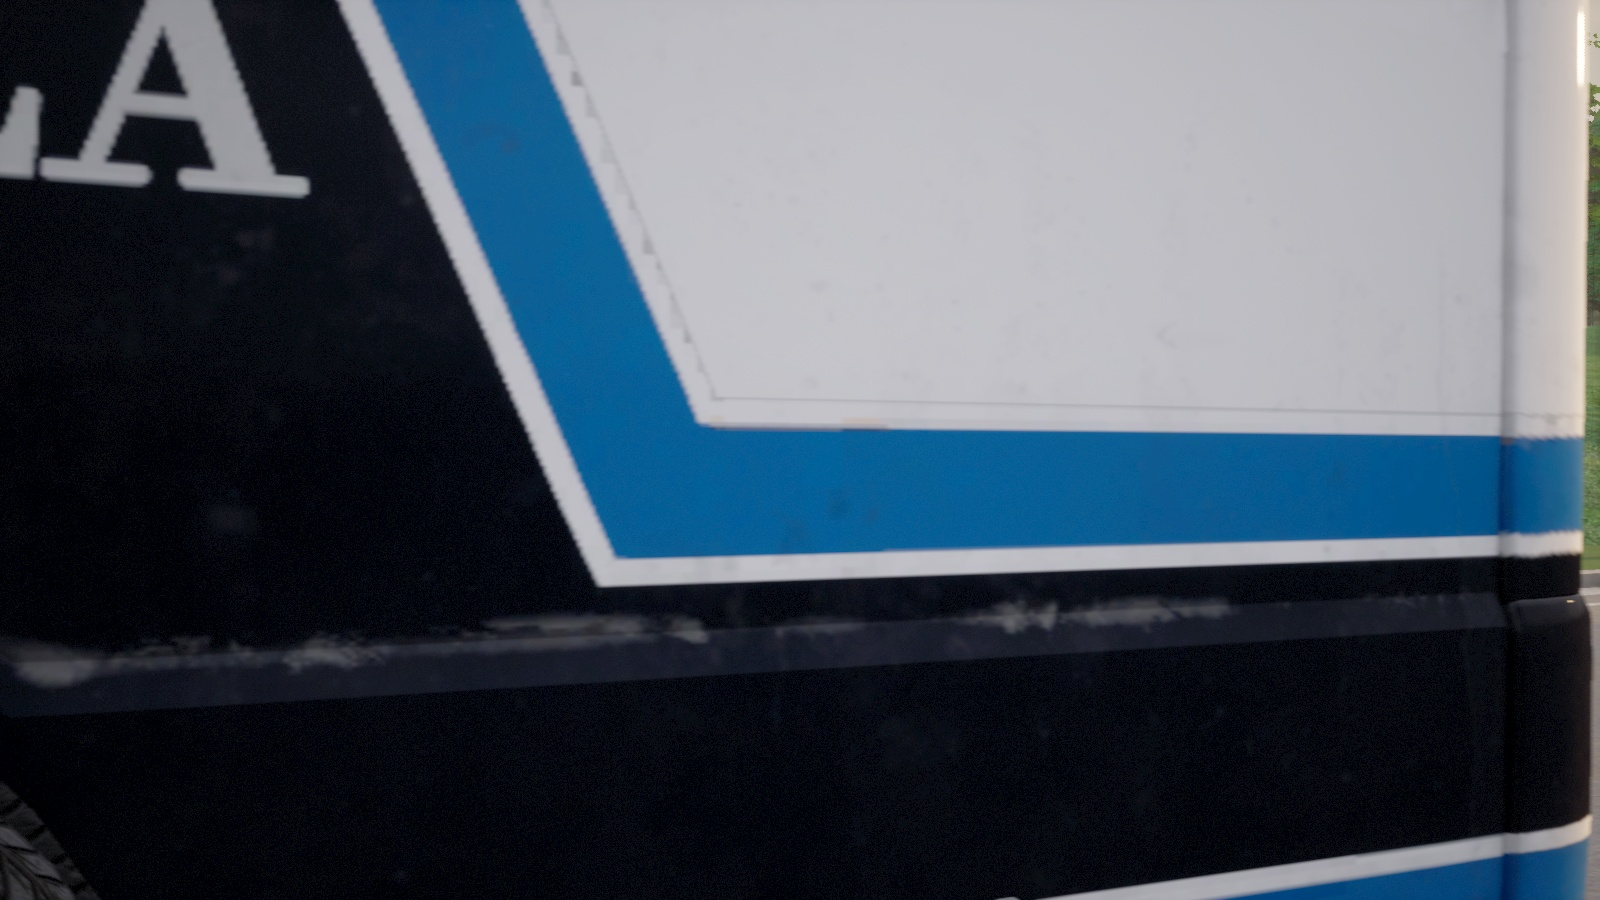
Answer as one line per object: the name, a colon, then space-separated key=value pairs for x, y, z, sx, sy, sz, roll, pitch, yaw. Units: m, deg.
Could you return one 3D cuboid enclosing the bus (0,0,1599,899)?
bus: x=-4.311 y=-0.558 z=1.586 sx=10.273 sy=4.253 sz=3.944 roll=-1 pitch=1 yaw=-21
